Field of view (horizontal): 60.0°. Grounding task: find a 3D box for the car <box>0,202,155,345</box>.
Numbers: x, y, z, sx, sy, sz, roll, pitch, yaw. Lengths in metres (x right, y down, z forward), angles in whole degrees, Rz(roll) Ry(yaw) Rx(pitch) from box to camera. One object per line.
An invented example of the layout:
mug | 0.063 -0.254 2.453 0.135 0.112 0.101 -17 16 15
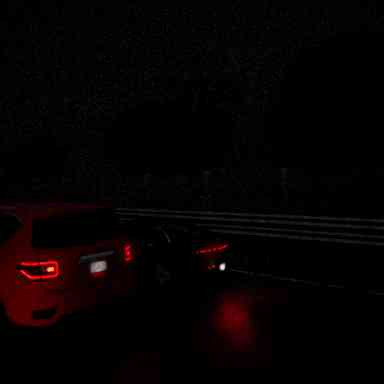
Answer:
car | -3.583 1.209 6.547 5.566 2.045 2.150 0 0 35

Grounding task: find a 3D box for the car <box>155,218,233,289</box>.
car | -1.248 1.493 9.180 4.892 1.490 1.837 0 0 35
